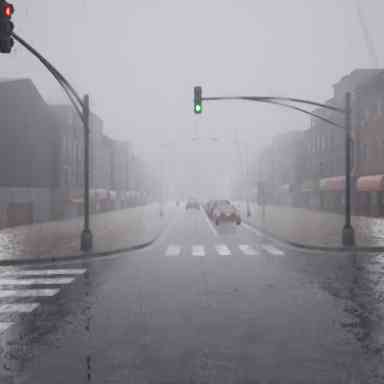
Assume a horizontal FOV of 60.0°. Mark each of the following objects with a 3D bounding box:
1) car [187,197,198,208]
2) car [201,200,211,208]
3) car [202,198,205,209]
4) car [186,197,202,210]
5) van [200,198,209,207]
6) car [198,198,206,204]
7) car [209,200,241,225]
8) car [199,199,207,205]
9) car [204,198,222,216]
[{"bbox_3d":[0.120,1.929,64.709,2.150,2.045,5.566,0,-1,1],"label":"car"},{"bbox_3d":[2.659,2.226,64.204,1.752,1.417,4.829,-1,-1,0],"label":"car"},{"bbox_3d":[2.645,1.692,37.027,2.192,1.841,5.009,-1,-1,0],"label":"car"},{"bbox_3d":[0.125,1.912,52.670,2.097,1.767,4.553,0,-1,0],"label":"car"},{"bbox_3d":[2.659,2.108,69.439,1.690,1.788,3.998,-1,-1,0],"label":"van"},{"bbox_3d":[2.669,2.493,91.046,1.967,1.590,4.097,-1,-1,0],"label":"car"},{"bbox_3d":[2.641,1.698,26.222,1.967,1.590,4.097,-1,-1,0],"label":"car"},{"bbox_3d":[2.666,2.489,80.240,1.802,1.307,4.206,-1,-1,0],"label":"car"},{"bbox_3d":[2.642,1.632,31.625,2.192,1.841,5.009,-1,-1,0],"label":"car"}]
